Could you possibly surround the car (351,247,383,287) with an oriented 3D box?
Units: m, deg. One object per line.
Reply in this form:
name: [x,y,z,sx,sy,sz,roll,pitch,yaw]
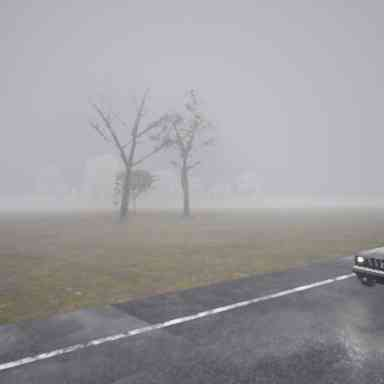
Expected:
car: [6.034,1.655,8.324,4.718,1.301,1.895,0,0,-36]
